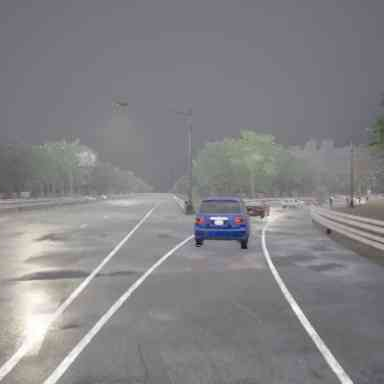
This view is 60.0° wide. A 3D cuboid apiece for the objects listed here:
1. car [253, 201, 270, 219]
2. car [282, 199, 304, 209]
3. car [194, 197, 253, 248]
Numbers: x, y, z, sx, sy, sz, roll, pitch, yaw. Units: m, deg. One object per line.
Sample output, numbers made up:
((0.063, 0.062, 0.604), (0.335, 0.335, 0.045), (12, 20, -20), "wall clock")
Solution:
((5.791, 1.530, 29.873), (1.882, 1.535, 5.008), (0, 0, 21), "car")
((14.079, 1.664, 46.112), (1.895, 1.301, 4.718), (0, 0, 34), "car")
((1.517, 1.253, 15.129), (2.150, 2.045, 5.566), (0, 0, 11), "car")
